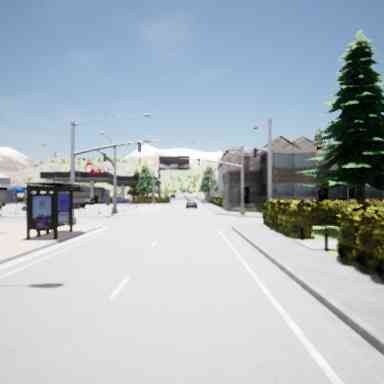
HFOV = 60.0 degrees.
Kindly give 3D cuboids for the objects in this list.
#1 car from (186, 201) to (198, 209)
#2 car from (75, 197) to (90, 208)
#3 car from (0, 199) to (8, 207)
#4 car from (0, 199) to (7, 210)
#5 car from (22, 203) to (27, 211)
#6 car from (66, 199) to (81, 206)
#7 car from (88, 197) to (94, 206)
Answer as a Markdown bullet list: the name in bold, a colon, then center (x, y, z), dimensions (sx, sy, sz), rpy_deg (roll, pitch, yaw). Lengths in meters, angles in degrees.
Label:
- **car**: center (-0.068, 2.134, 56.458), dimensions (1.994, 1.385, 4.181), rpy_deg (0, -1, 0)
- **car**: center (-18.988, 2.049, 54.823), dimensions (2.007, 1.523, 4.514), rpy_deg (0, -1, 0)
- **car**: center (-38.428, 2.163, 65.468), dimensions (2.007, 1.523, 4.514), rpy_deg (0, -1, 0)
- **car**: center (-29.039, 1.833, 47.412), dimensions (2.152, 1.636, 5.027), rpy_deg (0, -1, 0)
- **car**: center (-22.623, 1.914, 47.760), dimensions (1.970, 1.475, 3.806), rpy_deg (0, -1, 0)
- **car**: center (-26.040, 2.300, 73.284), dimensions (1.970, 1.475, 3.806), rpy_deg (0, -1, 0)
- **car**: center (-22.713, 2.009, 72.689), dimensions (1.905, 1.878, 3.866), rpy_deg (0, -1, 0)
